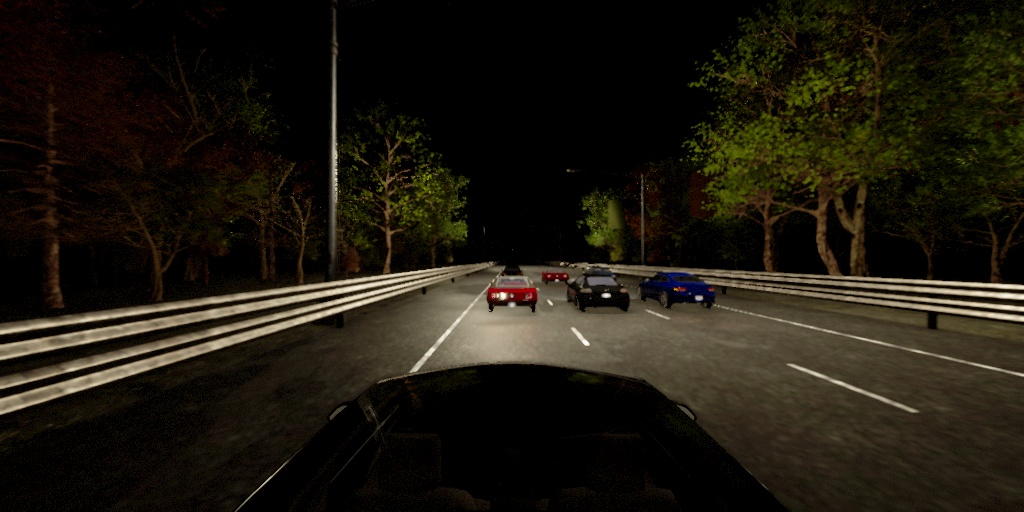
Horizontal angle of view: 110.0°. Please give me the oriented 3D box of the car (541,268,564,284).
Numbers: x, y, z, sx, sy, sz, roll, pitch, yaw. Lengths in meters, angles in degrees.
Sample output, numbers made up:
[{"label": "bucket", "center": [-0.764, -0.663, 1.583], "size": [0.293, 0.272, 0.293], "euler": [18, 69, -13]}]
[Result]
[{"label": "car", "center": [3.521, 1.633, 30.071], "size": [1.895, 1.301, 4.718], "euler": [0, -1, 0]}]

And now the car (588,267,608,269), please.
[{"label": "car", "center": [7.013, 1.572, 29.333], "size": [2.033, 1.411, 5.357], "euler": [0, -1, 0]}]

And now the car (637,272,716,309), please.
[{"label": "car", "center": [7.027, 1.417, 15.726], "size": [1.812, 1.442, 4.674], "euler": [0, 0, 1]}]

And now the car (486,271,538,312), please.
[{"label": "car", "center": [0.020, 1.485, 15.075], "size": [1.895, 1.301, 4.718], "euler": [0, -1, 0]}]

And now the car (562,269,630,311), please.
[{"label": "car", "center": [3.525, 1.452, 15.338], "size": [1.994, 1.385, 4.181], "euler": [0, 0, 0]}]

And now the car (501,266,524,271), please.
[{"label": "car", "center": [0.030, 1.563, 30.719], "size": [1.812, 1.442, 4.674], "euler": [0, 0, 1]}]
